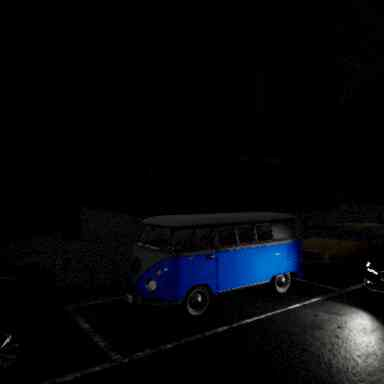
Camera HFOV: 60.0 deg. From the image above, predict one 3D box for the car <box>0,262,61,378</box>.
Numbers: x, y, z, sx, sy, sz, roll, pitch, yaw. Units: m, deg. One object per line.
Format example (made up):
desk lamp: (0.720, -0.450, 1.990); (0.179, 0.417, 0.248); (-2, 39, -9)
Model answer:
car: (-3.834, 1.566, 3.916); (4.313, 1.339, 1.947); (0, 0, -36)

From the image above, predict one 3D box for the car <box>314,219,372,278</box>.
car: (4.880, 1.526, 10.135); (4.829, 1.417, 1.752); (0, 0, -36)

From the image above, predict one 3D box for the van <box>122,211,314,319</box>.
van: (0.592, 1.341, 7.075); (3.998, 1.788, 1.690); (0, 0, -36)

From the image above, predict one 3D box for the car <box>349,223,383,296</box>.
car: (5.799, 1.505, 7.515); (4.892, 1.490, 1.837); (0, 0, -35)
